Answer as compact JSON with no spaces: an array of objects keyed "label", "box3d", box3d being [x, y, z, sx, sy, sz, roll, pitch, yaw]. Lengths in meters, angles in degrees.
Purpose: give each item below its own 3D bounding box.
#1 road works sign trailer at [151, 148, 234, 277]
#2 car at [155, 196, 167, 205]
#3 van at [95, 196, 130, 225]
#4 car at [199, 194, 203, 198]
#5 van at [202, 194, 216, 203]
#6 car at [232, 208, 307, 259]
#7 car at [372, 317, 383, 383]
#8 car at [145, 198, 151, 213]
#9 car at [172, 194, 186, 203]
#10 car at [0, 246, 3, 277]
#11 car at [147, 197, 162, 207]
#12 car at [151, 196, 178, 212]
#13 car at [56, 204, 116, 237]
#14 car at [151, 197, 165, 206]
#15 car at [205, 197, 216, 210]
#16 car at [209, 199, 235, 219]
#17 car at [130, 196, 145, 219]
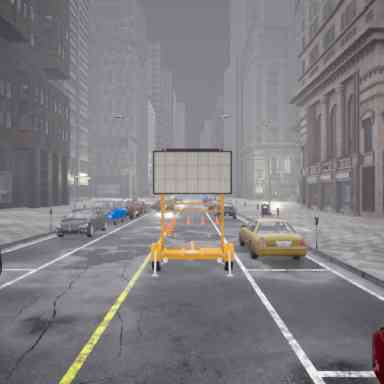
[{"label":"road works sign trailer","box3d":[0.014,0.466,10.265,2.380,3.560,2.880,0,0,0]},{"label":"car","box3d":[-5.691,1.557,61.979,1.887,1.381,4.507,0,0,0]},{"label":"van","box3d":[-5.735,1.345,23.301,1.690,1.788,3.998,0,0,0]},{"label":"car","box3d":[2.864,1.557,61.949,1.887,1.381,4.507,0,0,0]},{"label":"van","box3d":[2.848,1.350,50.899,1.690,1.788,3.998,0,0,0]},{"label":"car","box3d":[2.788,1.527,12.394,1.752,1.417,4.829,0,0,0]},{"label":"car","box3d":[2.771,1.315,1.175,2.192,1.841,5.009,0,0,0]},{"label":"car","box3d":[-5.723,1.550,34.352,1.887,1.381,4.507,0,0,0]},{"label":"car","box3d":[-2.902,1.523,71.117,1.837,1.490,4.892,0,-1,0]},{"label":"car","box3d":[-5.755,1.441,6.724,1.967,1.590,4.097,0,0,0]},{"label":"car","box3d":[-5.704,1.554,50.928,1.887,1.381,4.507,0,0,0]},{"label":"car","box3d":[-3.047,1.498,38.199,2.128,1.511,4.902,0,0,0]},{"label":"car","box3d":[-5.742,1.553,17.775,2.008,1.369,4.403,0,0,0]},{"label":"car","box3d":[-5.697,1.555,56.453,1.887,1.381,4.507,0,0,0]},{"label":"car","box3d":[2.830,1.589,39.849,1.802,1.307,4.206,0,0,0]},{"label":"car","box3d":[2.813,1.555,28.799,2.008,1.369,4.403,0,0,0]},{"label":"car","box3d":[-5.729,1.320,28.826,2.192,1.841,5.009,0,0,0]}]
